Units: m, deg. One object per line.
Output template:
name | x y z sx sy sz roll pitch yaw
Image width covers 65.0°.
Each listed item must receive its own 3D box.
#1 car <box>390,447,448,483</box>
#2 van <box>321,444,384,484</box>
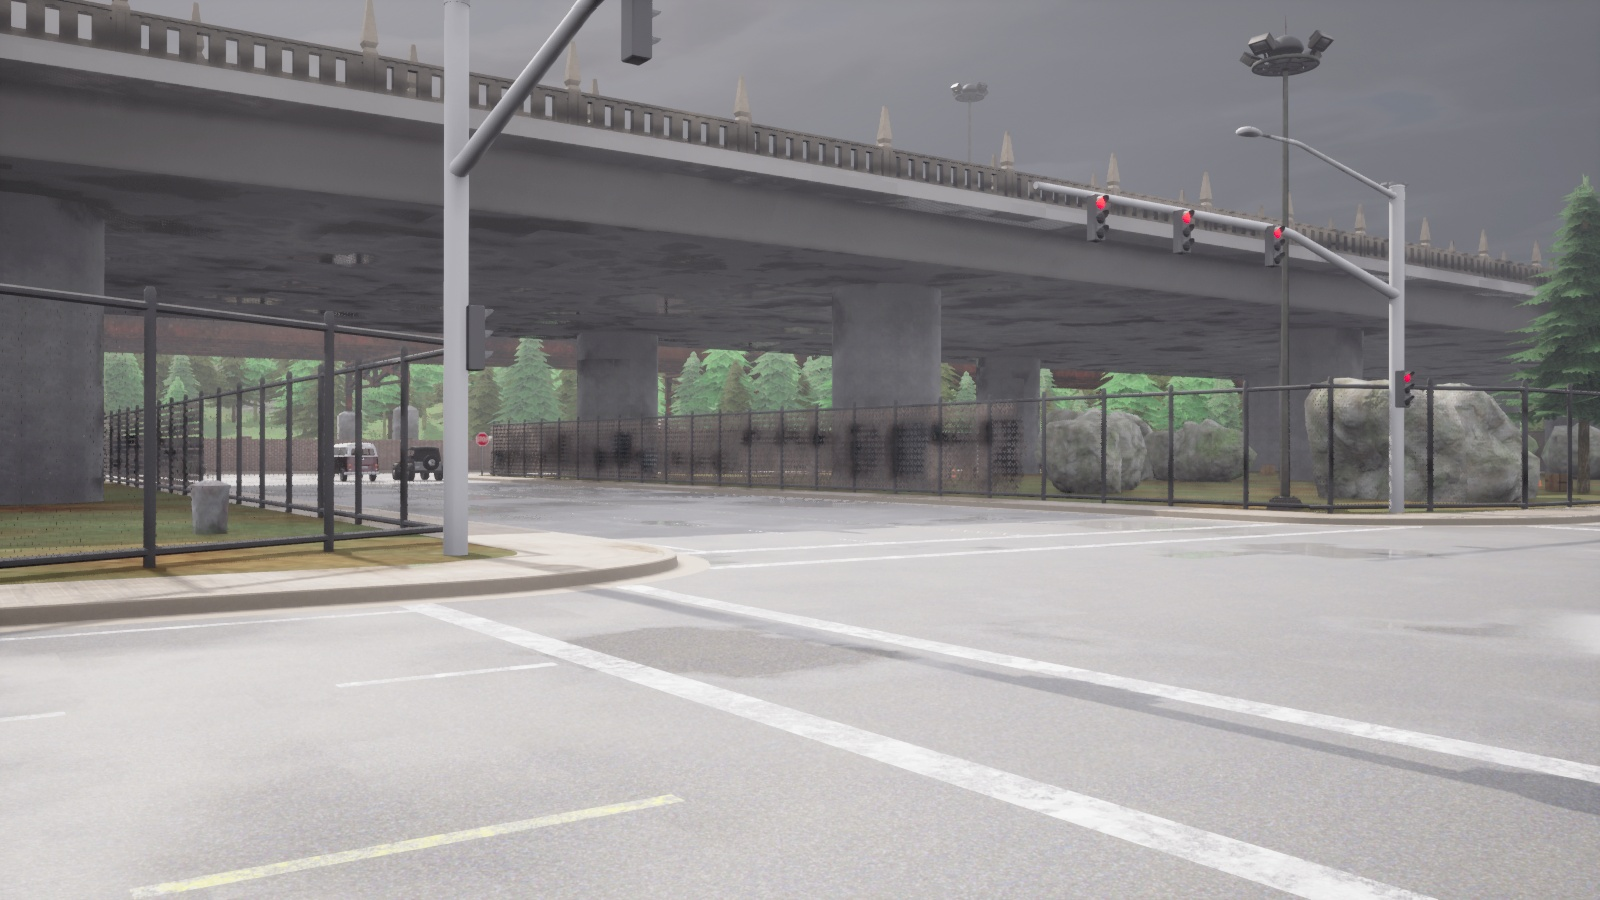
car | -20.874 0.809 68.727 1.905 1.878 3.866 0 0 -35
van | -23.884 0.738 66.922 2.069 2.038 4.480 0 0 -35
